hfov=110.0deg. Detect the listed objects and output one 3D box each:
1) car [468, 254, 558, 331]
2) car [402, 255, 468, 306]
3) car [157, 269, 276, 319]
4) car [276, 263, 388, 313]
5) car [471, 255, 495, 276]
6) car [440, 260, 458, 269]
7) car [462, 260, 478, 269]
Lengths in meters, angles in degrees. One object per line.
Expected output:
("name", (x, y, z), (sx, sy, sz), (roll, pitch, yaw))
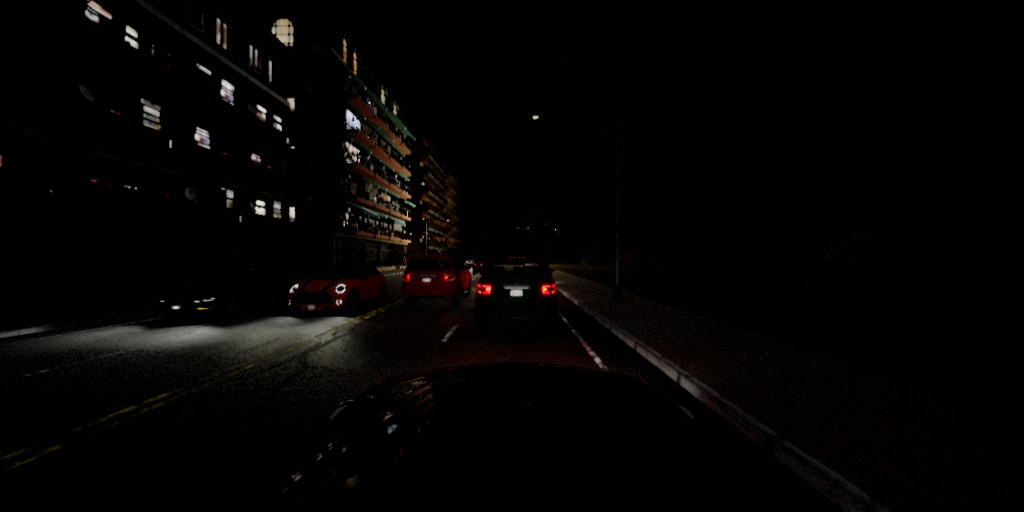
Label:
("car", (0.126, 0.967, 11.152), (2.150, 2.045, 5.566), (0, 0, 0))
("car", (-3.105, 0.966, 15.758), (2.150, 2.045, 5.566), (0, 0, 0))
("car", (-9.815, 1.250, 12.901), (1.837, 1.490, 4.892), (0, 0, 0))
("car", (-6.561, 1.097, 13.973), (2.097, 1.767, 4.553), (0, 0, 0))
("car", (-3.031, 0.953, 39.074), (2.150, 2.045, 5.566), (0, 0, 0))
("car", (-9.672, 1.320, 54.956), (1.895, 1.301, 4.718), (0, 0, 0))
("car", (-6.421, 1.320, 55.363), (1.895, 1.301, 4.718), (0, 0, 0))
